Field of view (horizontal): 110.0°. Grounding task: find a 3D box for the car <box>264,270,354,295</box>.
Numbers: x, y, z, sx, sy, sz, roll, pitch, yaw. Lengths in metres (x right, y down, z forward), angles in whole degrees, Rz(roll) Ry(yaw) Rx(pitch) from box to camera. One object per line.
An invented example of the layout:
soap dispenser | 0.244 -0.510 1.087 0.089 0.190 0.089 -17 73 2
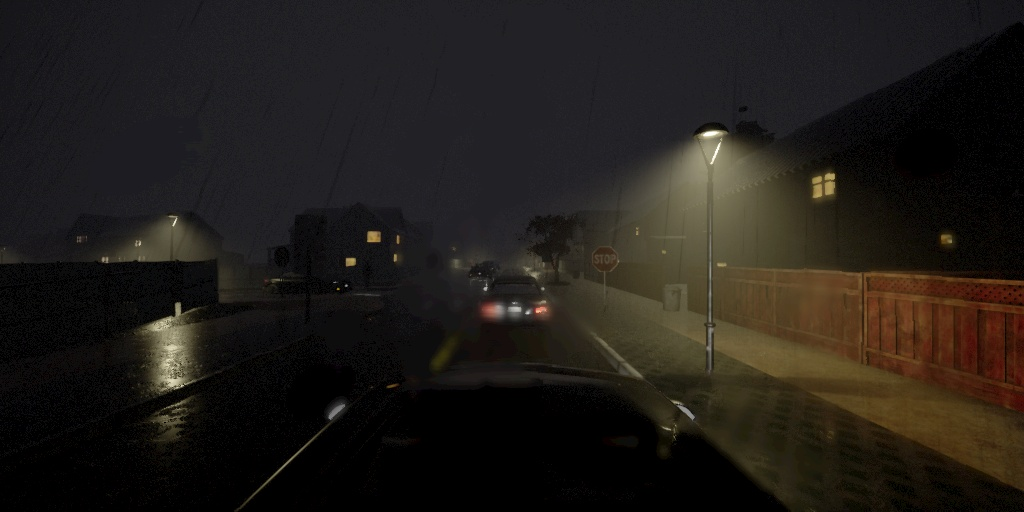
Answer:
car | -10.684 1.404 18.984 4.181 1.385 1.994 -1 -3 5

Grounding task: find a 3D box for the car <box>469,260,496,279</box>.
car | -2.863 1.377 33.566 1.994 1.385 4.181 0 0 -1

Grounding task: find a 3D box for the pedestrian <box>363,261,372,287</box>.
pedestrian | -9.917 1.213 24.475 0.375 1.860 0.375 0 -2 5

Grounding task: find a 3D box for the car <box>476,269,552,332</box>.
car | 0.097 1.304 10.810 2.033 1.411 5.357 0 0 0

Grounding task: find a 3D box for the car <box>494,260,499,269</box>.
car | -2.854 1.352 43.259 1.837 1.490 4.892 0 0 0
